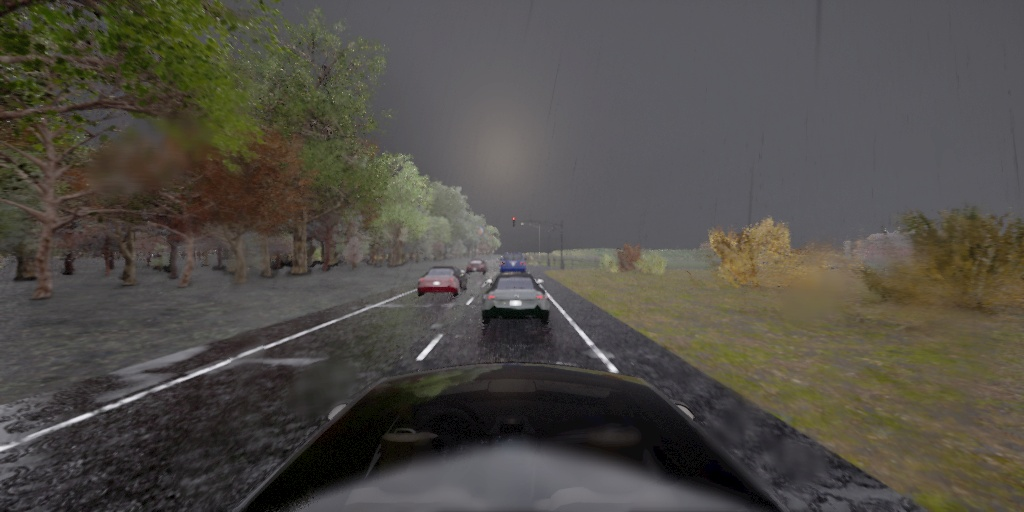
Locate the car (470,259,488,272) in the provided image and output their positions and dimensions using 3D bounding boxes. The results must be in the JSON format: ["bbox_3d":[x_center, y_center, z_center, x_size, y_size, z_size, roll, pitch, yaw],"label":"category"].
[{"bbox_3d":[-3.405,1.011,35.078,1.812,1.442,4.674,0,0,0],"label":"car"}]

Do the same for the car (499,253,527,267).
[{"bbox_3d":[0.095,0.737,30.810,2.150,2.045,5.566,0,0,0],"label":"car"}]

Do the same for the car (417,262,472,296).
[{"bbox_3d":[-3.403,1.184,18.208,1.994,1.385,4.181,0,0,0],"label":"car"}]

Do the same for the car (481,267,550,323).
[{"bbox_3d":[0.098,1.235,11.723,1.994,1.385,4.181,0,0,0],"label":"car"}]
